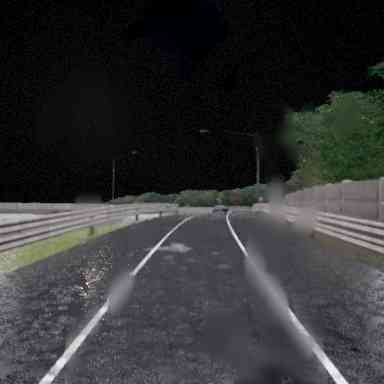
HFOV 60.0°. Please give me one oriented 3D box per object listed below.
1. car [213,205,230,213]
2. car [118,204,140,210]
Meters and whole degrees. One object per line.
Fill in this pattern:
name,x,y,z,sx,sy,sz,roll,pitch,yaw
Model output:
car,6.282,3.588,70.856,2.097,1.767,4.553,-2,-4,33
car,-10.655,2.602,51.304,5.357,1.411,2.033,3,-4,-43
